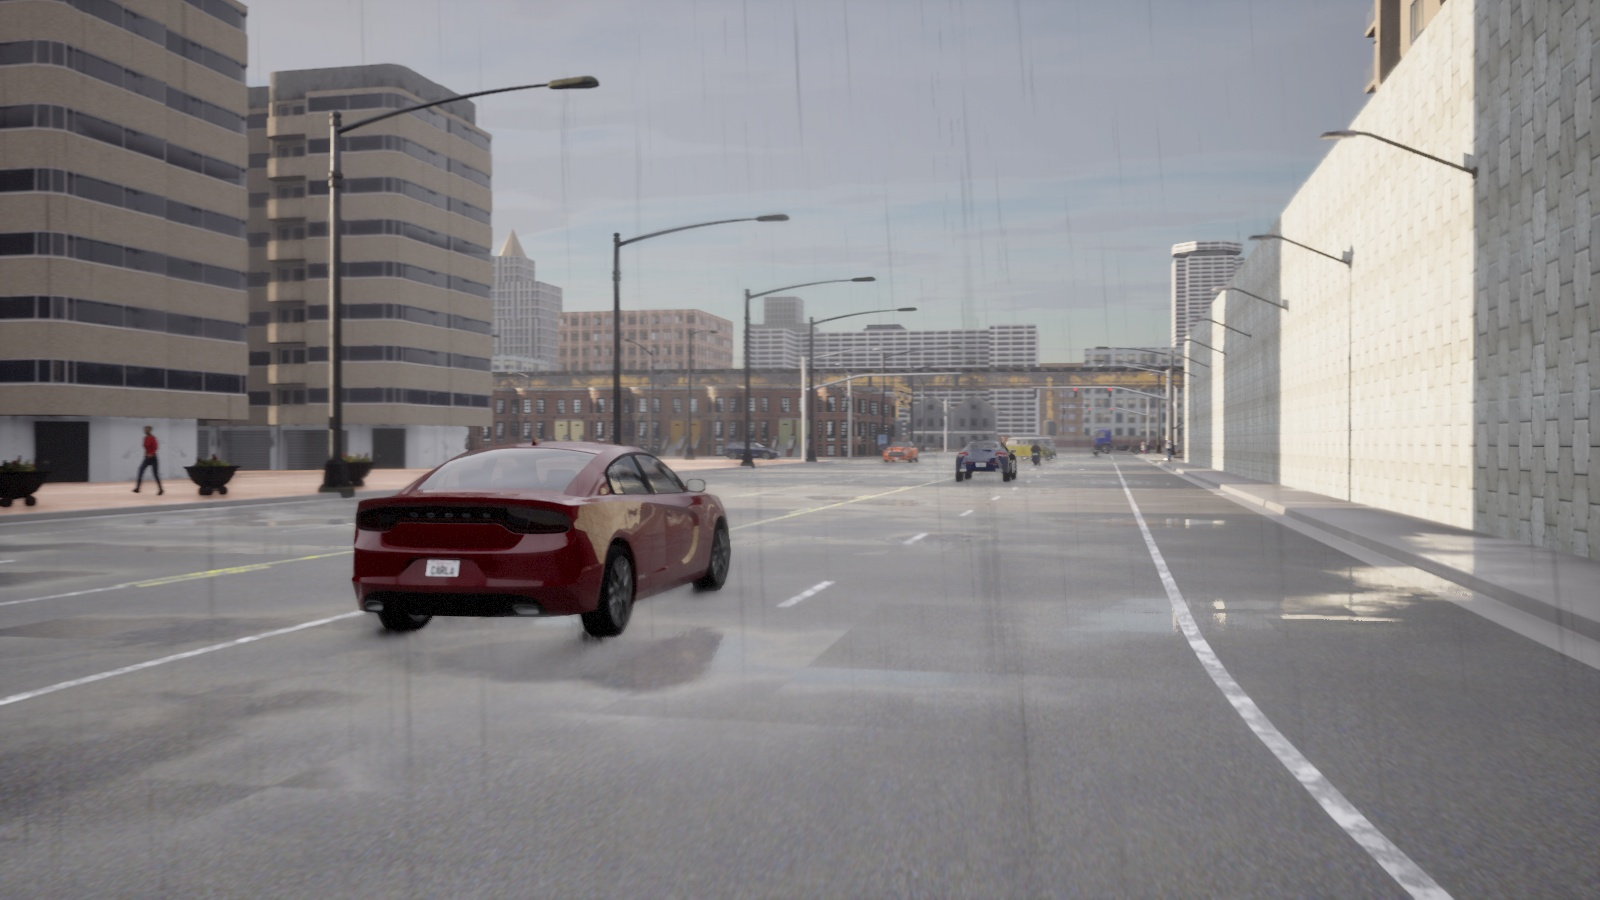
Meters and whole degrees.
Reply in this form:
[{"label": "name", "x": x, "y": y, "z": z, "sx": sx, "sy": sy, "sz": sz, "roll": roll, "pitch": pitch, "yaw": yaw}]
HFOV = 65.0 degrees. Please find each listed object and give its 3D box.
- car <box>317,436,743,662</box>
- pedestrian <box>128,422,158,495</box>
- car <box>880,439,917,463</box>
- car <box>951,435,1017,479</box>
[{"label": "car", "x": -2.019, "y": 0.658, "z": 11.179, "sx": 1.882, "sy": 1.535, "sz": 5.008, "roll": 0, "pitch": 0, "yaw": 11}, {"label": "pedestrian", "x": -16.725, "y": 0.215, "z": 31.961, "sx": 0.331, "sy": 1.846, "sz": 0.636, "roll": 0, "pitch": 0, "yaw": 15}, {"label": "car", "x": 7.496, "y": 0.078, "z": 95.399, "sx": 2.097, "sy": 1.767, "sz": 4.553, "roll": 0, "pitch": 0, "yaw": 14}, {"label": "car", "x": 7.397, "y": 0.254, "z": 50.204, "sx": 2.152, "sy": 1.651, "sz": 5.027, "roll": 0, "pitch": 0, "yaw": 14}]
